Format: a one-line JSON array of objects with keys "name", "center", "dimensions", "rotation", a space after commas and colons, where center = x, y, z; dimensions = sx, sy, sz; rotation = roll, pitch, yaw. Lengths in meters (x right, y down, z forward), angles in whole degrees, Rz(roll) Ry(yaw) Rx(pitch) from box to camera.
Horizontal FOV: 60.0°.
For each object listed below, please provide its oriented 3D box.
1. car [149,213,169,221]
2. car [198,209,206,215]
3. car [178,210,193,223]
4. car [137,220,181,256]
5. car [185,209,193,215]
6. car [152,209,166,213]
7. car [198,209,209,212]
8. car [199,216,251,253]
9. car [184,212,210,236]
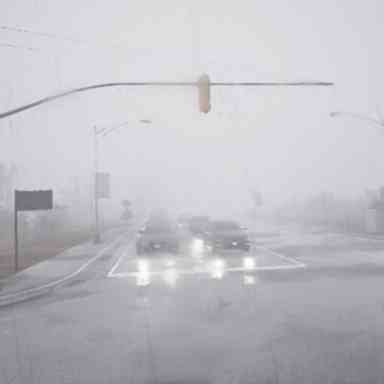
[{"name": "car", "center": [-2.611, 2.723, 26.046], "dimensions": [1.882, 1.535, 5.008], "rotation": [-1, -2, -6]}, {"name": "car", "center": [2.616, 5.334, 90.821], "dimensions": [1.882, 1.535, 5.008], "rotation": [-2, -3, -2]}, {"name": "car", "center": [-0.995, 3.622, 45.936], "dimensions": [2.033, 1.411, 5.357], "rotation": [-1, -3, -5]}, {"name": "car", "center": [-1.735, 2.389, 17.114], "dimensions": [1.994, 1.385, 4.181], "rotation": [-1, -2, -6]}, {"name": "car", "center": [-0.878, 5.498, 90.679], "dimensions": [2.128, 1.511, 4.902], "rotation": [-2, -3, -2]}, {"name": "car", "center": [-4.081, 3.168, 41.091], "dimensions": [2.150, 2.045, 5.566], "rotation": [-1, -2, -6]}, {"name": "car", "center": [3.161, 4.954, 80.597], "dimensions": [1.882, 1.535, 5.008], "rotation": [-2, -3, -4]}, {"name": "car", "center": [1.721, 2.252, 17.710], "dimensions": [1.837, 1.490, 4.892], "rotation": [-1, -2, -6]}, {"name": "car", "center": [0.808, 2.678, 27.037], "dimensions": [2.128, 1.511, 4.902], "rotation": [-1, -3, -6]}]
